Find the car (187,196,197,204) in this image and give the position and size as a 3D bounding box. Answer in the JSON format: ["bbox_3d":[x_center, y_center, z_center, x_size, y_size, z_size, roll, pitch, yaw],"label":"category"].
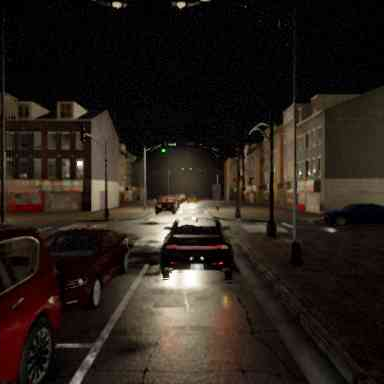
[{"bbox_3d":[0.003,1.509,64.589,1.882,1.535,5.008,0,0,0],"label":"car"}]

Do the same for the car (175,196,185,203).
[{"bbox_3d":[-2.641,1.608,72.205,1.947,1.339,4.313,0,0,0],"label":"car"}]

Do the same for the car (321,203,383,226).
[{"bbox_3d":[11.349,1.483,22.582,5.008,1.535,1.882,0,0,0],"label":"car"}]

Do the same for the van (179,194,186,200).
[{"bbox_3d":[-2.643,1.421,93.913,1.690,1.788,3.998,-1,0,0],"label":"van"}]

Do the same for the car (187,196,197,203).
[{"bbox_3d":[0.003,1.571,75.037,2.128,1.511,4.902,0,0,0],"label":"car"}]

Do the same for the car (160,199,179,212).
[{"bbox_3d":[-2.641,1.571,39.643,1.947,1.339,4.313,0,0,0],"label":"car"}]

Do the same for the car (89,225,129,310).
[{"bbox_3d":[-2.642,1.543,7.807,1.887,1.381,4.507,0,0,0],"label":"car"}]

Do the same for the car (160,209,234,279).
[{"bbox_3d":[0.155,1.490,9.993,2.128,1.511,4.902,0,0,1],"label":"car"}]

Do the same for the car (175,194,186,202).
[{"bbox_3d":[-2.643,1.365,77.632,2.192,1.841,5.009,0,0,0],"label":"car"}]

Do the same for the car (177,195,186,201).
[{"bbox_3d":[-2.642,1.499,83.059,1.967,1.590,4.097,0,0,0],"label":"car"}]

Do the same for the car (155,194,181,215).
[{"bbox_3d":[-2.643,1.317,34.217,2.192,1.841,5.009,0,0,0],"label":"car"}]

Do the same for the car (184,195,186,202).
[{"bbox_3d":[-2.641,1.578,61.351,2.008,1.369,4.403,0,0,0],"label":"car"}]

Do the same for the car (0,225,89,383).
[{"bbox_3d":[-2.644,1.314,2.373,2.192,1.841,5.009,0,0,0],"label":"car"}]

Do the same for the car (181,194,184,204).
[{"bbox_3d":[-2.643,1.324,45.071,2.192,1.841,5.009,0,0,0],"label":"car"}]
